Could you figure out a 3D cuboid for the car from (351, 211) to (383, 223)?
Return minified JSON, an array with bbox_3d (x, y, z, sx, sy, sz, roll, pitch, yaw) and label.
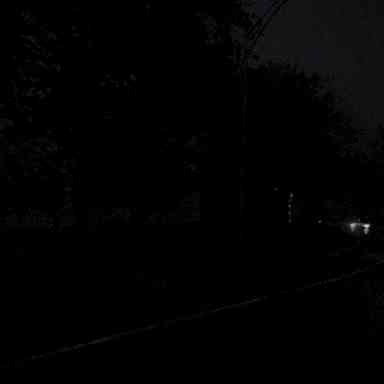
[{"bbox_3d":[19.861,2.826,37.692,4.718,1.301,1.895,3,-2,-42],"label":"car"}]
